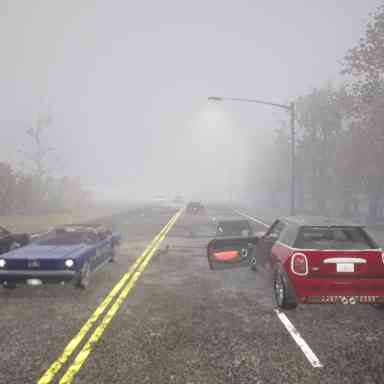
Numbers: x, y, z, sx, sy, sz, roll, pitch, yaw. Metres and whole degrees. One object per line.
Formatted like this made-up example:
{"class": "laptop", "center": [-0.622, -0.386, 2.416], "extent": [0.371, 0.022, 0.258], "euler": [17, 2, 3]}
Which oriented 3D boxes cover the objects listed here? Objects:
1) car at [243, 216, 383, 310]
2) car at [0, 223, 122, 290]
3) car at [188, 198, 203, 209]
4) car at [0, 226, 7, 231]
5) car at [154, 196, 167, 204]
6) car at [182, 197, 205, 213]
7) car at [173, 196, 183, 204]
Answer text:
{"class": "car", "center": [2.705, 1.349, 7.981], "extent": [2.097, 1.767, 4.553], "euler": [0, 0, 0]}
{"class": "car", "center": [-3.333, 1.597, 9.242], "extent": [1.895, 1.301, 4.718], "euler": [0, 0, 0]}
{"class": "car", "center": [0.506, 1.518, 46.115], "extent": [1.994, 1.385, 4.181], "euler": [0, 0, 1]}
{"class": "car", "center": [-6.583, 1.597, 9.329], "extent": [1.895, 1.301, 4.718], "euler": [0, 0, 0]}
{"class": "car", "center": [-5.727, 1.447, 60.433], "extent": [1.812, 1.442, 4.674], "euler": [0, 0, 2]}
{"class": "car", "center": [0.351, 1.462, 35.848], "extent": [2.128, 1.511, 4.902], "euler": [0, 0, 1]}
{"class": "car", "center": [-2.447, 1.427, 61.283], "extent": [1.837, 1.490, 4.892], "euler": [0, 0, 2]}
